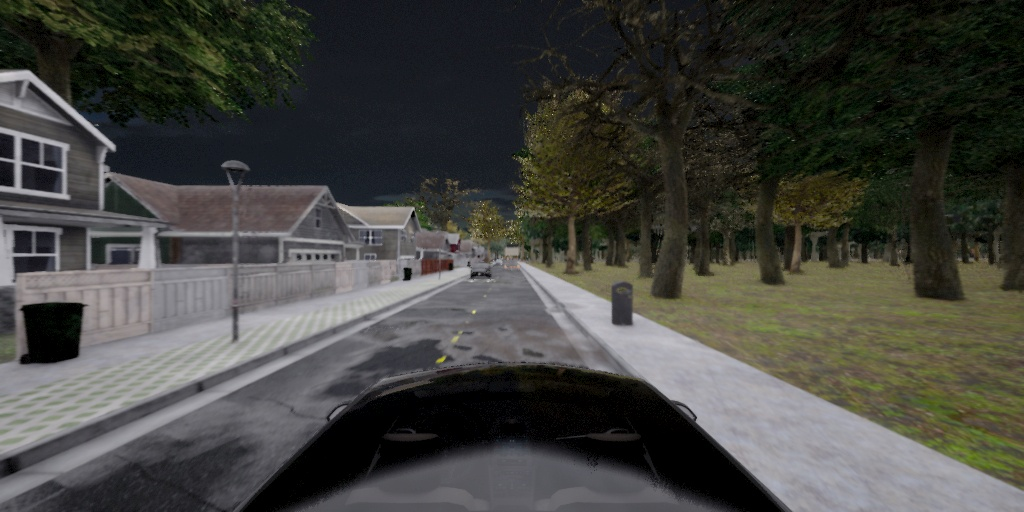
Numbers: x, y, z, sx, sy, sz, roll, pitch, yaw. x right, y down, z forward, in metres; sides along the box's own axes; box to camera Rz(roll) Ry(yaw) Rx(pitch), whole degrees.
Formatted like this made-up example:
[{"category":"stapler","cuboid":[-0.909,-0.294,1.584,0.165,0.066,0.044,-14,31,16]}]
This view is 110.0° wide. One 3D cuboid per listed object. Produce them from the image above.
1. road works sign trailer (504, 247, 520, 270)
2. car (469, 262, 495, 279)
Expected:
[{"category":"road works sign trailer","cuboid":[-0.012,0.371,54.541,2.380,3.560,2.880,0,0,0]},{"category":"car","cuboid":[-2.848,1.344,33.871,1.837,1.490,4.892,0,0,0]}]
